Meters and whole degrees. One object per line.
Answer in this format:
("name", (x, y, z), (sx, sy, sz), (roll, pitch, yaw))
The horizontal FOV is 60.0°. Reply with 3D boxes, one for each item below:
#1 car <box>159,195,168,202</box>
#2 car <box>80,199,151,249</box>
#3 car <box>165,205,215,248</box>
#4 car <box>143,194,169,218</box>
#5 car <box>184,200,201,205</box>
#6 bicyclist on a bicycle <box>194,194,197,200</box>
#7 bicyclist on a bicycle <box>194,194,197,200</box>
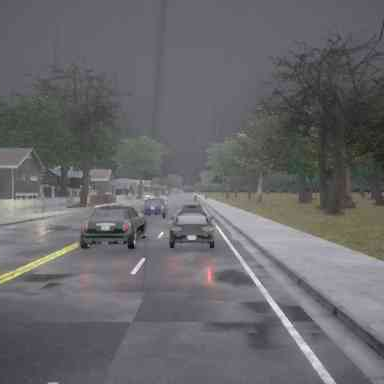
("car", (-6.500, 1.467, 75.956), (1.812, 1.442, 4.674), (0, 0, 0))
("car", (-3.250, 1.364, 14.621), (2.097, 1.767, 4.553), (0, 0, 0))
("car", (0.000, 1.531, 14.651), (1.812, 1.442, 4.674), (0, 0, 0))
("car", (-3.250, 1.362, 29.620), (2.097, 1.767, 4.553), (0, 0, 0))
("car", (0.000, 1.512, 29.650), (1.837, 1.490, 4.892), (0, 0, 0))
("bicyclist on a bicycle", (0.884, 1.399, 88.962), (0.866, 1.612, 1.509), (0, 0, 0))
("bicyclist on a bicycle", (0.895, 1.437, 79.964), (0.582, 1.620, 1.656), (0, 0, 0))
